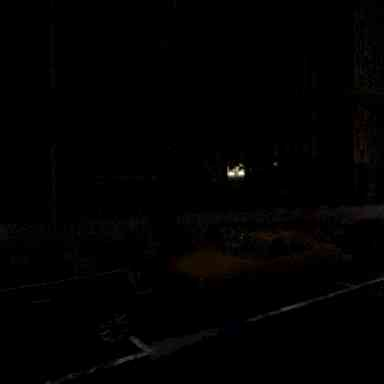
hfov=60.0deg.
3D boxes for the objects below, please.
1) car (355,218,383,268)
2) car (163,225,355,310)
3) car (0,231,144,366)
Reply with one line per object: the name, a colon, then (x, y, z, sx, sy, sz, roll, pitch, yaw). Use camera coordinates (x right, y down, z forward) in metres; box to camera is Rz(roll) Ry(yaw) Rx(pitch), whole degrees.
car: (6.405, 1.567, 11.219, 4.313, 1.339, 1.947, 0, 0, -36)
car: (1.645, 1.526, 7.823, 4.829, 1.417, 1.752, 0, 0, -36)
car: (-2.839, 1.440, 4.624, 4.097, 1.590, 1.967, 0, 0, -36)
